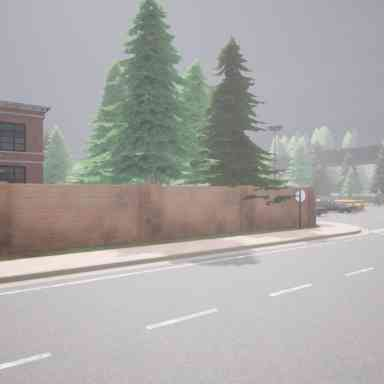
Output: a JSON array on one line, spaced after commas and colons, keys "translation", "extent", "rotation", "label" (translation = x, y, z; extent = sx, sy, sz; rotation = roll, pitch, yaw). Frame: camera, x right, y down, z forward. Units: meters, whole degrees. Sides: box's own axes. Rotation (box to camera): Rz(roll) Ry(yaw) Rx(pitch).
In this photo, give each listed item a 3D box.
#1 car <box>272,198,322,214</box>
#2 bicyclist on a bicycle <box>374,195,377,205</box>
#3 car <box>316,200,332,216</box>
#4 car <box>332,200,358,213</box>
[{"translation": [11.433, 1.491, 36.625], "extent": [2.128, 1.511, 4.902], "rotation": [0, 0, -36], "label": "car"}, {"translation": [30.154, 1.300, 54.305], "extent": [1.656, 1.620, 0.582], "rotation": [0, 0, -35], "label": "bicyclist on a bicycle"}, {"translation": [10.302, 1.547, 32.148], "extent": [2.033, 1.411, 5.357], "rotation": [0, 0, -35], "label": "car"}, {"translation": [15.466, 1.547, 36.994], "extent": [2.033, 1.411, 5.357], "rotation": [0, 0, -35], "label": "car"}]
